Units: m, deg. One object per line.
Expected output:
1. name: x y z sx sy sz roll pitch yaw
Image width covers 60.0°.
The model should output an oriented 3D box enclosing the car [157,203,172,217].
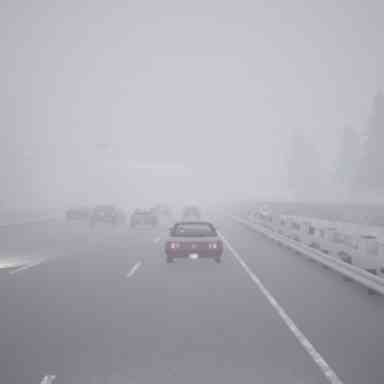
1. car: -3.561 2.095 40.734 2.097 1.767 4.553 0 -1 0

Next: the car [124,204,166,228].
1. car: -3.499 1.928 25.614 2.128 1.511 4.902 0 -1 0

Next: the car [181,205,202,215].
1. car: -0.036 2.126 34.946 1.837 1.490 4.892 0 -1 0

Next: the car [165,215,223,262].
1. car: 0.054 1.785 12.797 1.895 1.301 4.718 0 -1 0

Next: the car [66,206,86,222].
1. car: -10.525 2.054 32.145 1.882 1.535 5.008 0 -1 0

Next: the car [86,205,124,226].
1. car: -7.008 1.842 28.050 2.097 1.767 4.553 0 -1 0
